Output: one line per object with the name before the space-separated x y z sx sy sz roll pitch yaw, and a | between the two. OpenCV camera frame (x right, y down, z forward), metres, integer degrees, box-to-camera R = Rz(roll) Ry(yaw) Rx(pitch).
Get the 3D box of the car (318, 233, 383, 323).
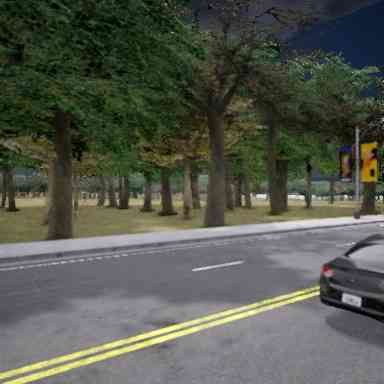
car | 4.383 1.532 6.568 4.674 1.442 1.812 0 0 -36
